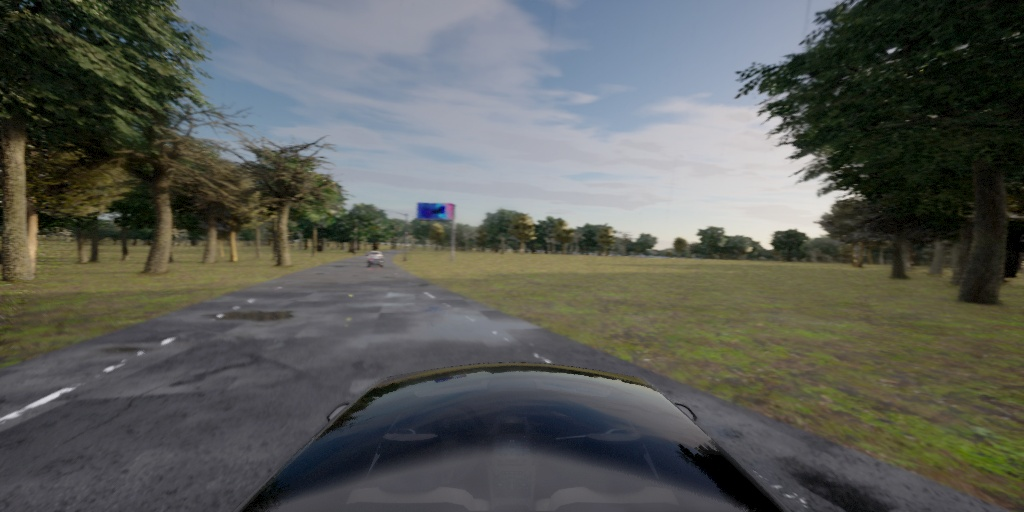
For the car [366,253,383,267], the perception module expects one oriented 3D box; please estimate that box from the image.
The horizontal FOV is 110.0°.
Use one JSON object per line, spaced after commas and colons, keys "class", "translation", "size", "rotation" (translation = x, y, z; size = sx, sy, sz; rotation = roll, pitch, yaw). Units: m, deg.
{"class": "car", "translation": [-18.457, 0.714, 48.516], "size": [2.128, 1.511, 4.902], "rotation": [2, 0, -21]}
